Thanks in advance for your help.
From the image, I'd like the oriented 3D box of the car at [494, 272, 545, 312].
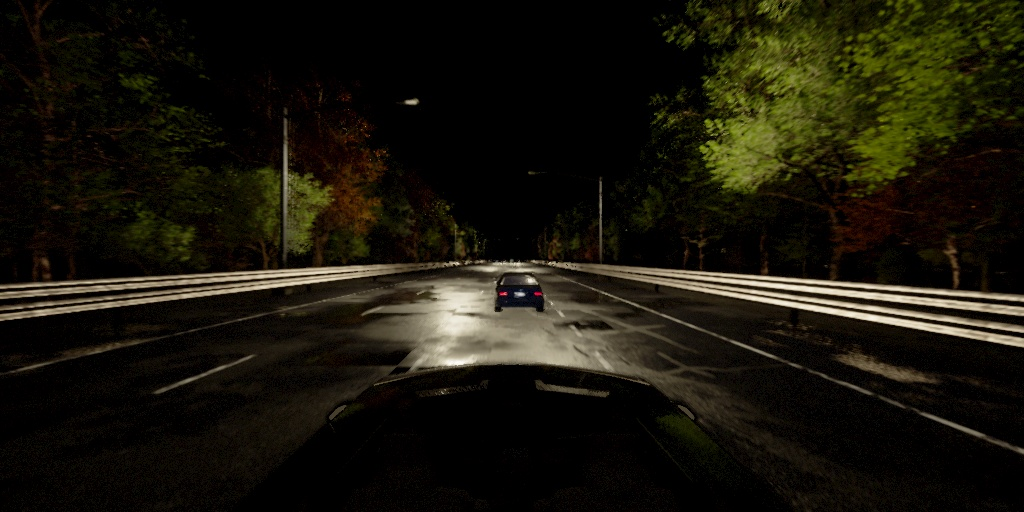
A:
[{"bbox_3d":[0.249,1.380,14.721,2.033,1.411,5.357,0,0,-1],"label":"car"}]
